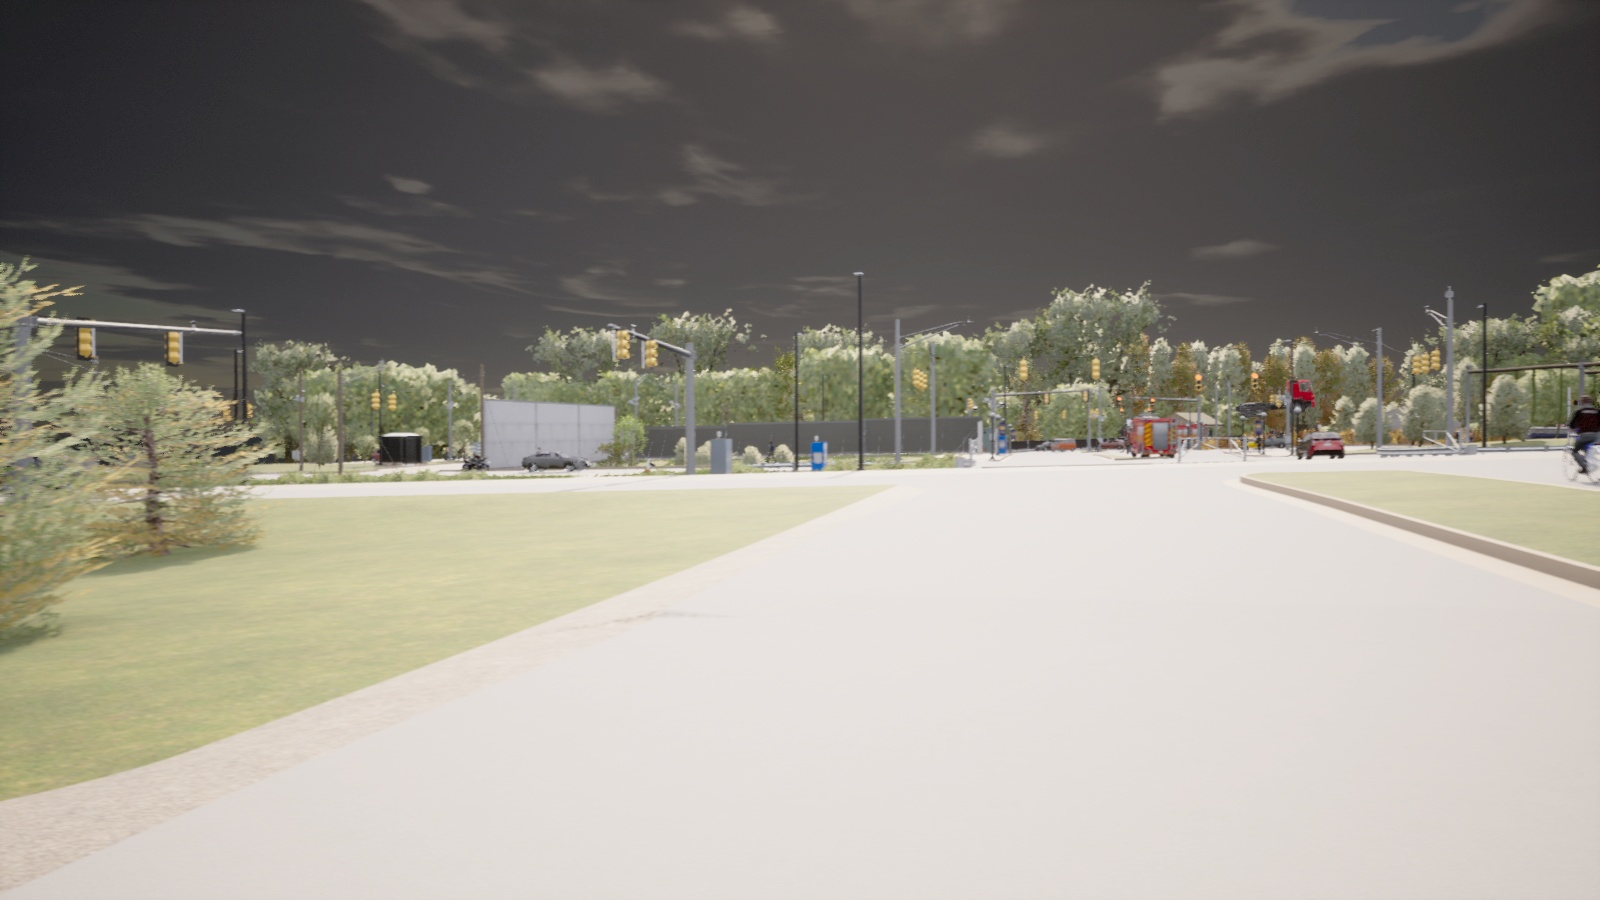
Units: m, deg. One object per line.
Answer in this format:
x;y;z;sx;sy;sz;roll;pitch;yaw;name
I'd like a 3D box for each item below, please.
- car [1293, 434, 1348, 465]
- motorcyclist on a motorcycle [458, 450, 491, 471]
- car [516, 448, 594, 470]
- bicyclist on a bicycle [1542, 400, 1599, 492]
27.164;-0.058;65.659;2.007;1.525;4.514;-1;0;14;car
-24.349;0.751;93.863;2.191;1.530;0.866;-1;1;12;motorcyclist on a motorcycle
-17.316;0.645;88.859;4.902;1.511;2.128;-1;1;11;car
15.603;-0.093;25.168;0.659;1.776;1.843;-1;1;11;bicyclist on a bicycle
